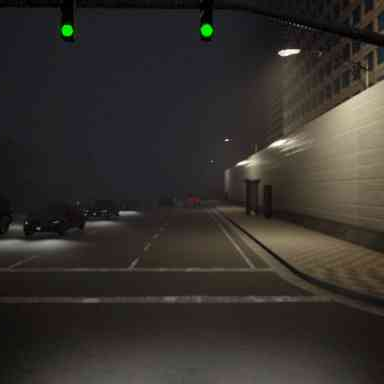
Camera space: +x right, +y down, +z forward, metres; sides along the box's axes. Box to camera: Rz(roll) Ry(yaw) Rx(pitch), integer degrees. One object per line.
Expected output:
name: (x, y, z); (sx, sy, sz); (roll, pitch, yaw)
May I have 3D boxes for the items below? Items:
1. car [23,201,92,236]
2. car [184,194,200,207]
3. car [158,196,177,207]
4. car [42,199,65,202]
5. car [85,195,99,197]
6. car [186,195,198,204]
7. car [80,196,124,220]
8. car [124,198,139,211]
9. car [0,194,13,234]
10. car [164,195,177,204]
car: (-7.083, 1.402, 17.684); (1.812, 1.442, 4.674); (0, 0, 0)
car: (0.013, 1.069, 45.223); (2.097, 1.767, 4.553); (0, 0, 0)
car: (-3.388, 1.249, 44.395); (1.812, 1.442, 4.674); (0, 0, 0)
car: (-10.582, 1.314, 25.216); (1.882, 1.535, 5.008); (0, 0, 0)
car: (-10.545, 1.134, 34.995); (2.097, 1.767, 4.553); (0, 0, 1)
car: (0.007, 1.208, 55.206); (2.033, 1.411, 5.357); (0, 0, 0)
car: (-7.077, 1.331, 26.578); (1.837, 1.490, 4.892); (0, 0, 0)
car: (-7.038, 1.334, 36.624); (1.994, 1.385, 4.181); (0, 0, 0)
car: (-10.589, 1.113, 15.443); (2.150, 2.045, 5.566); (0, 0, 0)
car: (-3.493, 1.264, 55.217); (1.895, 1.301, 4.718); (0, 0, 0)
